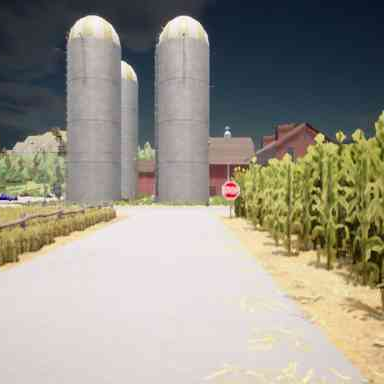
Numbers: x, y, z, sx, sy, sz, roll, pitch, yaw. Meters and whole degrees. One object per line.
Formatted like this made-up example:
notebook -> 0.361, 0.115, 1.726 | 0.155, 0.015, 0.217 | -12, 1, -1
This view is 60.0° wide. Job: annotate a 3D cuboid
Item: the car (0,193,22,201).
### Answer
car -> -36.963, 1.062, 65.797 | 4.611, 1.667, 2.242 | 0, 0, 0
